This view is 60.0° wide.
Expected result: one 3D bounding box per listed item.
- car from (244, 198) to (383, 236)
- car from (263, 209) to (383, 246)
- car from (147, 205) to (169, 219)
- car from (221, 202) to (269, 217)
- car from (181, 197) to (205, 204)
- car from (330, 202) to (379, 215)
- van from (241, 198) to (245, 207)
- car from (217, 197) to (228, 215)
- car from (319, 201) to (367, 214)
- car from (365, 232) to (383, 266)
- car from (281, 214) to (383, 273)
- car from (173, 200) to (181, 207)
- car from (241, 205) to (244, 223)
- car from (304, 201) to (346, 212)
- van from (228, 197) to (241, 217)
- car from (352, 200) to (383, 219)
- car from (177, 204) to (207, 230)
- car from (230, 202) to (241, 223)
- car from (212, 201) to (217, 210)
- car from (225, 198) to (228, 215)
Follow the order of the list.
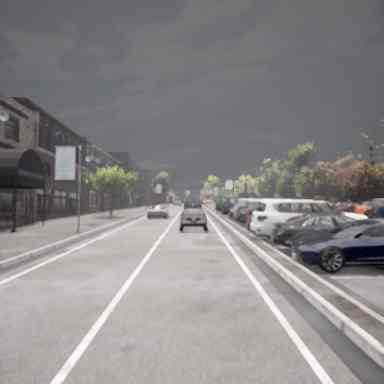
[{"bbox_3d":[5.641,1.374,16.067,5.566,2.045,2.435,0,-1,0],"label":"car"},{"bbox_3d":[5.611,1.595,13.257,4.892,1.521,2.231,0,-1,0],"label":"car"},{"bbox_3d":[-3.342,1.953,33.186,1.895,1.301,4.718,0,-1,0],"label":"car"},{"bbox_3d":[5.606,1.852,35.687,4.892,1.521,2.231,0,-1,0],"label":"car"},{"bbox_3d":[0.102,1.665,40.302,2.150,2.045,5.566,0,-1,0],"label":"car"},{"bbox_3d":[18.683,1.932,38.489,4.674,1.452,2.002,0,-1,0],"label":"car"},{"bbox_3d":[5.722,1.462,21.674,4.442,1.987,1.878,0,-1,0],"label":"van"},{"bbox_3d":[5.628,1.565,32.885,5.566,2.045,2.435,0,-1,0],"label":"car"},{"bbox_3d":[18.687,1.933,41.277,5.008,1.535,2.097,0,-1,0],"label":"car"},{"bbox_3d":[5.621,1.511,4.852,5.008,1.535,2.097,0,0,0],"label":"car"},{"bbox_3d":[5.590,1.595,10.459,4.792,1.488,2.163,0,-1,0],"label":"car"},{"bbox_3d":[-3.239,2.593,75.697,1.812,1.442,4.674,0,-1,0],"label":"car"},{"bbox_3d":[5.603,1.656,18.868,5.008,1.535,2.097,0,-1,0],"label":"car"},{"bbox_3d":[18.681,2.029,46.844,5.008,1.535,2.097,0,-1,0],"label":"car"},{"bbox_3d":[5.485,1.525,27.280,4.442,1.987,1.878,0,-1,0],"label":"van"},{"bbox_3d":[18.648,1.691,32.924,4.553,1.767,2.185,0,-1,0],"label":"car"},{"bbox_3d":[0.103,1.785,23.149,2.033,1.411,5.357,0,-1,0],"label":"car"},{"bbox_3d":[5.597,1.720,24.474,4.892,1.521,2.231,0,-1,0],"label":"car"},{"bbox_3d":[5.631,1.683,41.294,5.566,2.045,2.435,0,-1,0],"label":"car"},{"bbox_3d":[5.568,1.656,30.083,4.553,1.767,2.185,0,-1,0],"label":"car"}]
